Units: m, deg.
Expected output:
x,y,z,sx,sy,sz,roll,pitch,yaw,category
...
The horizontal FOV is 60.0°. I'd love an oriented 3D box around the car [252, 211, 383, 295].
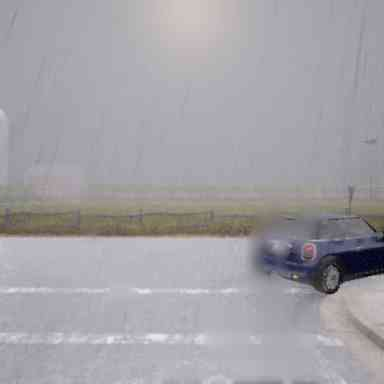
x,y,z,sx,sy,sz,roll,pitch,yaw,category
3.850,1.358,8.918,4.553,1.767,2.097,0,0,-32,car
